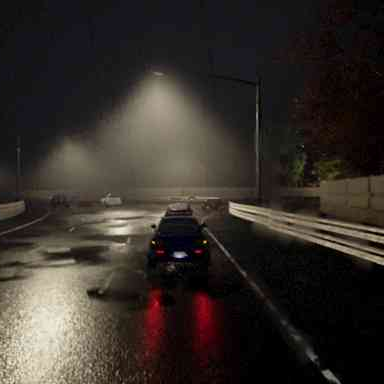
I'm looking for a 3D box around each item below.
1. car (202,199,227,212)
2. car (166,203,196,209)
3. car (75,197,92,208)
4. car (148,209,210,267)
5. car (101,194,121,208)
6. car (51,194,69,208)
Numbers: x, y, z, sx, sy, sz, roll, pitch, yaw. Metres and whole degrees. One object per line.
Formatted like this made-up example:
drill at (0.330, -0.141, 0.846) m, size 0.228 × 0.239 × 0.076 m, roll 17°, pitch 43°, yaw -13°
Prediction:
car at (2.696, 1.546, 39.607) m, size 1.812 × 1.442 × 4.674 m, roll -1°, pitch 0°, yaw 24°
car at (-0.801, 1.512, 23.027) m, size 2.128 × 1.511 × 4.902 m, roll 0°, pitch 0°, yaw 0°
car at (-16.871, 1.583, 51.772) m, size 1.882 × 1.535 × 5.008 m, roll 0°, pitch 0°, yaw -28°
car at (-0.442, 1.536, 11.339) m, size 1.812 × 1.442 × 4.674 m, roll 0°, pitch 0°, yaw -2°
car at (-12.399, 1.309, 50.750) m, size 2.150 × 2.045 × 5.566 m, roll 0°, pitch 0°, yaw -26°
car at (-20.008, 1.338, 50.296) m, size 2.150 × 2.045 × 5.566 m, roll 0°, pitch 0°, yaw -28°
